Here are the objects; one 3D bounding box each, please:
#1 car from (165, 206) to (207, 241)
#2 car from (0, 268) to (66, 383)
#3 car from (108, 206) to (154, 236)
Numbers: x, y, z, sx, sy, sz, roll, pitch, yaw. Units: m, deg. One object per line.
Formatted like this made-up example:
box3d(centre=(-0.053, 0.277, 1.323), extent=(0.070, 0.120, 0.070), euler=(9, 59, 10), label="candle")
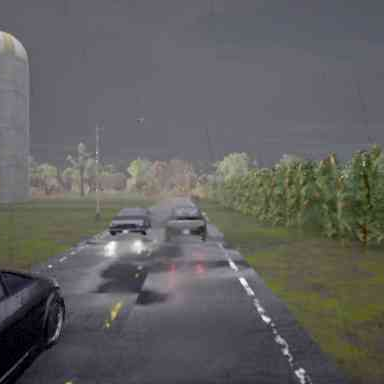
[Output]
box3d(centre=(-0.293, 1.440, 16.171), extent=(2.128, 1.511, 4.902), euler=(0, 0, -1), label="car")
box3d(centre=(-2.900, 1.565, 3.419), extent=(1.994, 1.385, 4.181), euler=(0, 0, -1), label="car")
box3d(centre=(-3.184, 1.494, 18.425), extent=(2.033, 1.411, 5.357), euler=(0, 0, -1), label="car")
